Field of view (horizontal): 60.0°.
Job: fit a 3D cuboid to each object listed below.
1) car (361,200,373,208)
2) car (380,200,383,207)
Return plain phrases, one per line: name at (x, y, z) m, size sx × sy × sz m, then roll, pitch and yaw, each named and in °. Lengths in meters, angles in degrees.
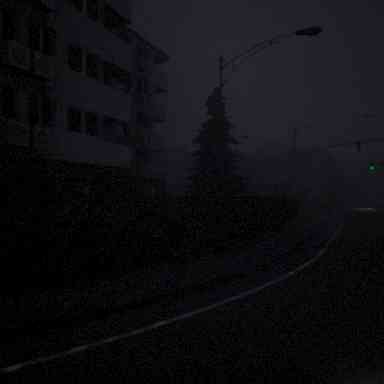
car at (31.282, 2.104, 59.583) m, size 2.128 × 1.511 × 4.902 m, roll 0°, pitch 0°, yaw 28°
car at (39.236, 2.257, 67.267) m, size 1.994 × 1.385 × 4.181 m, roll 0°, pitch 0°, yaw 27°
